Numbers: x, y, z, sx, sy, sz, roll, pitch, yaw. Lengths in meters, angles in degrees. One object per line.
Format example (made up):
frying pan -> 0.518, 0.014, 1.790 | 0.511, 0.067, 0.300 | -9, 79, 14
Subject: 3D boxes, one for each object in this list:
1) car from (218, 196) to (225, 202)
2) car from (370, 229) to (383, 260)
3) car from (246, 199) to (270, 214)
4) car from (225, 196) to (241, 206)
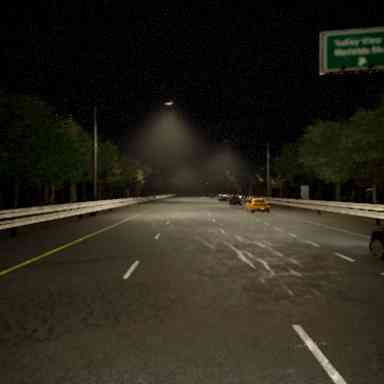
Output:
car -> 7.013, 1.600, 76.783 | 1.895, 1.301, 4.718 | 0, 0, 0
car -> 6.999, 1.491, 9.465 | 2.128, 1.511, 4.902 | 0, 0, 0
car -> 6.999, 1.489, 35.685 | 1.882, 1.535, 5.008 | 0, 0, 0
car -> 7.000, 1.542, 55.251 | 1.837, 1.490, 4.892 | 0, 0, 0
